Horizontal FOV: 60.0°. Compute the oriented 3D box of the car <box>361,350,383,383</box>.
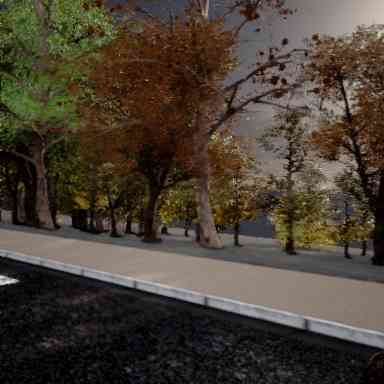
[{"bbox_3d":[3.317,1.516,1.316,4.892,1.490,1.837,1,0,36],"label":"car"}]
